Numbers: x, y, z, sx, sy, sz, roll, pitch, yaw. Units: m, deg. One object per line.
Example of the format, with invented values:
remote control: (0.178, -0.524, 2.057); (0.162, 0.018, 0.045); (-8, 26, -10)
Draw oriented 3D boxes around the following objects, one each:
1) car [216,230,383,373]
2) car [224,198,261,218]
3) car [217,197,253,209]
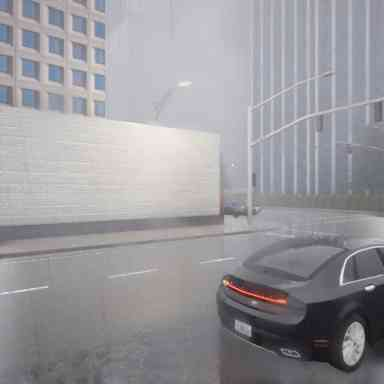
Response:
car: (2.640, 1.505, 5.680); (4.892, 1.490, 1.837); (0, 0, -35)
car: (3.593, 1.603, 31.559); (2.033, 1.411, 5.357); (0, 0, -36)
car: (5.956, 1.546, 46.682); (2.128, 1.511, 4.902); (0, 0, -36)
